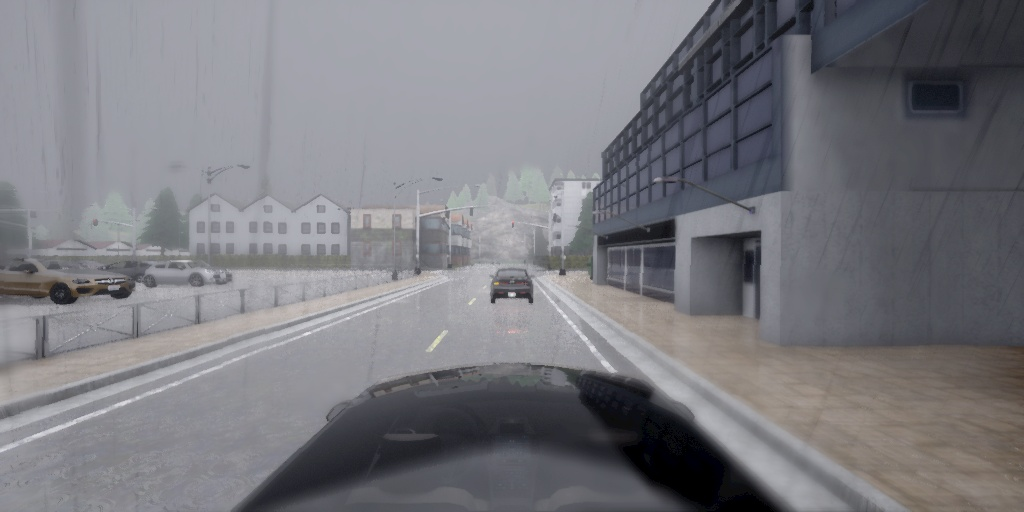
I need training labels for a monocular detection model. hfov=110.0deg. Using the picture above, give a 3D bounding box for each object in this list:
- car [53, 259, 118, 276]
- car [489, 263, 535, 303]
[{"bbox_3d":[-46.549,1.172,39.216,4.181,1.385,1.994,0,0,0],"label":"car"},{"bbox_3d":[0.000,1.265,16.500,1.837,1.490,4.892,0,0,0],"label":"car"}]
